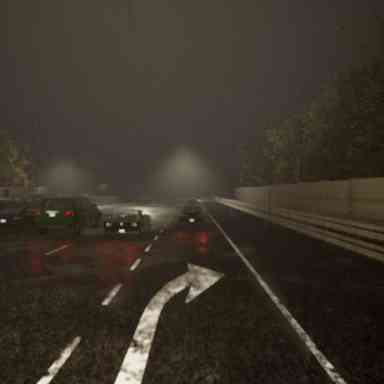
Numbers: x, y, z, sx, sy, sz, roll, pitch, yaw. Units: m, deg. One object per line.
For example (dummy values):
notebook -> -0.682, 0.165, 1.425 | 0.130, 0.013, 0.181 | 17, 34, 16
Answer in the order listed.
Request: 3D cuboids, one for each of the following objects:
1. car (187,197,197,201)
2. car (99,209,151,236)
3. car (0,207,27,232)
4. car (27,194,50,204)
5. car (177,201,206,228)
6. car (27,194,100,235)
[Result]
car -> -0.010, 1.697, 69.054 | 1.994, 1.385, 4.181 | 0, 0, 0
car -> -3.401, 1.610, 18.372 | 1.895, 1.301, 4.718 | 0, 0, 0
car -> -10.400, 1.575, 20.336 | 1.994, 1.385, 4.181 | 0, 0, 0
car -> -31.511, 1.345, 68.528 | 2.150, 2.045, 5.566 | 0, 0, 0
car -> -0.005, 1.540, 22.447 | 1.812, 1.442, 4.674 | 0, 0, 0
car -> -6.900, 1.231, 19.100 | 2.150, 2.045, 5.566 | 0, 0, 0
